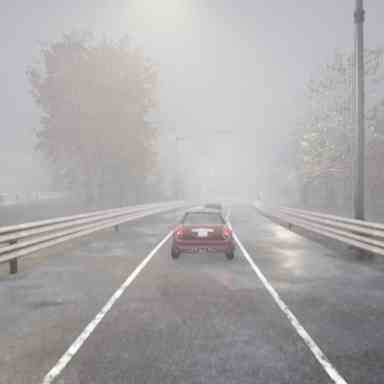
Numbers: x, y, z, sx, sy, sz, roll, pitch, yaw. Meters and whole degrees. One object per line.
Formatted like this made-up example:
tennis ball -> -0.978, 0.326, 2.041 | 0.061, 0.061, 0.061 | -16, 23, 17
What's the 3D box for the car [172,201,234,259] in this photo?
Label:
car -> 0.439, 1.425, 13.136 | 2.097, 1.767, 4.553 | 0, 0, 2
